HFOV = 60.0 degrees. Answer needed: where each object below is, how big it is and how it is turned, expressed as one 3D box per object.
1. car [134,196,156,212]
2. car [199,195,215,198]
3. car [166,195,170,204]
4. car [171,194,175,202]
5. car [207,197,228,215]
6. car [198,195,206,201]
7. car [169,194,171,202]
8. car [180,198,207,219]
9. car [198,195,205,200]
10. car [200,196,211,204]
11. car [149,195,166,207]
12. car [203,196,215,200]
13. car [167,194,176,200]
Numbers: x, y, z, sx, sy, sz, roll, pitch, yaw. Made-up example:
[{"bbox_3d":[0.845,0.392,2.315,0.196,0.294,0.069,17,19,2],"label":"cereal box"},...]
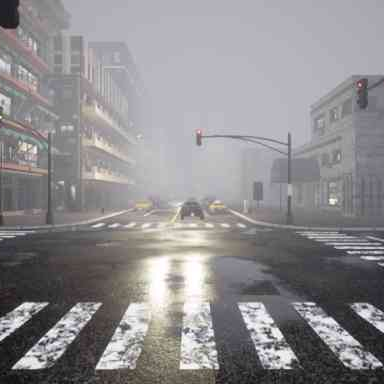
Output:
[{"bbox_3d":[-5.702,1.547,39.159,1.752,1.417,4.829,0,0,0],"label":"car"},{"bbox_3d":[2.676,1.349,50.411,2.192,1.841,5.009,0,0,0],"label":"car"},{"bbox_3d":[-5.710,1.601,61.486,2.008,1.369,4.403,0,0,0],"label":"car"},{"bbox_3d":[-5.716,1.624,78.104,1.887,1.381,4.507,0,0,0],"label":"car"},{"bbox_3d":[2.681,1.543,33.964,1.752,1.417,4.829,0,0,0],"label":"car"},{"bbox_3d":[2.661,1.628,89.356,1.752,1.417,4.829,0,0,0],"label":"car"},{"bbox_3d":[-5.711,1.584,66.855,1.752,1.417,4.829,0,0,0],"label":"car"},{"bbox_3d":[0.028,1.518,28.876,1.837,1.490,4.892,-1,0,0],"label":"car"},{"bbox_3d":[2.659,1.666,94.725,2.008,1.369,4.403,0,0,0],"label":"car"},{"bbox_3d":[2.669,1.610,67.029,2.008,1.369,4.403,0,0,0],"label":"car"},{"bbox_3d":[-5.705,1.349,50.408,2.192,1.841,5.009,0,0,0],"label":"car"},{"bbox_3d":[2.677,1.610,44.872,1.802,1.307,4.206,0,0,0],"label":"car"},{"bbox_3d":[-5.721,1.430,94.722,2.192,1.841,5.009,0,0,0],"label":"car"}]
